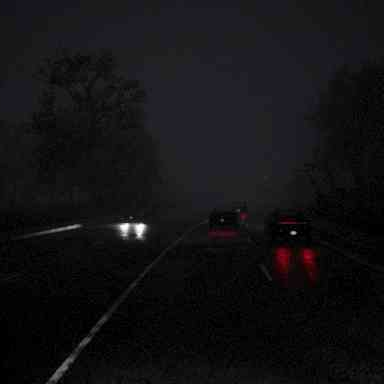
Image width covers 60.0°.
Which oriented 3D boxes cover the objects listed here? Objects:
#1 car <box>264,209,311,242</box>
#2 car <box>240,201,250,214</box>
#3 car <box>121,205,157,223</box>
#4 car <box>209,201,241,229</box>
[{"bbox_3d":[4.920,1.659,17.513,2.128,1.511,4.902,0,-1,7],"label":"car"},{"bbox_3d":[6.071,1.863,41.558,2.128,1.511,4.902,0,0,14],"label":"car"},{"bbox_3d":[-4.319,1.789,27.526,1.994,1.385,4.181,0,-1,11],"label":"car"},{"bbox_3d":[2.356,1.693,23.872,1.882,1.535,5.008,0,0,9],"label":"car"}]
